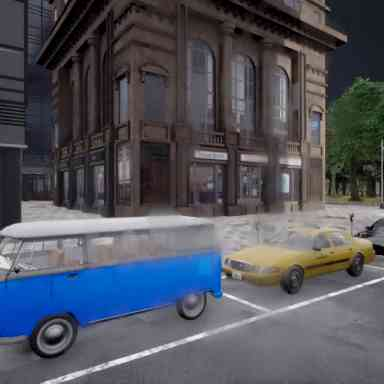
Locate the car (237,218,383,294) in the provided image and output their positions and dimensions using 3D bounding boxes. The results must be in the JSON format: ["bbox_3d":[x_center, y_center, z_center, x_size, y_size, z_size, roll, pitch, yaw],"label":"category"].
[{"bbox_3d":[2.954,1.525,8.750,4.829,1.417,1.752,0,0,-35],"label":"car"}]

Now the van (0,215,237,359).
[{"bbox_3d":[-1.337,1.341,5.695,3.998,1.788,1.690,0,0,-35],"label":"van"}]
